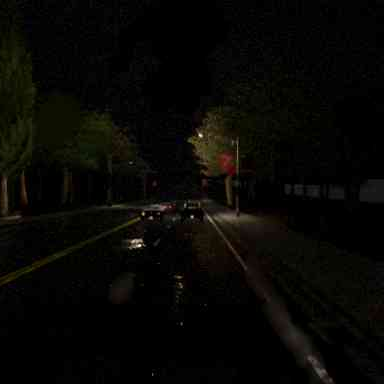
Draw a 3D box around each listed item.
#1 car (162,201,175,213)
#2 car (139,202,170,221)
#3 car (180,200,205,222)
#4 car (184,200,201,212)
[{"bbox_3d":[-3.180,1.845,42.249,2.033,1.411,5.357,0,0,0],"label":"car"},{"bbox_3d":[-3.221,1.780,28.573,1.895,1.301,4.718,0,-1,0],"label":"car"},{"bbox_3d":[0.036,1.681,28.224,1.837,1.490,4.892,0,0,0],"label":"car"},{"bbox_3d":[0.093,1.802,44.025,2.128,1.511,4.902,0,0,0],"label":"car"}]
